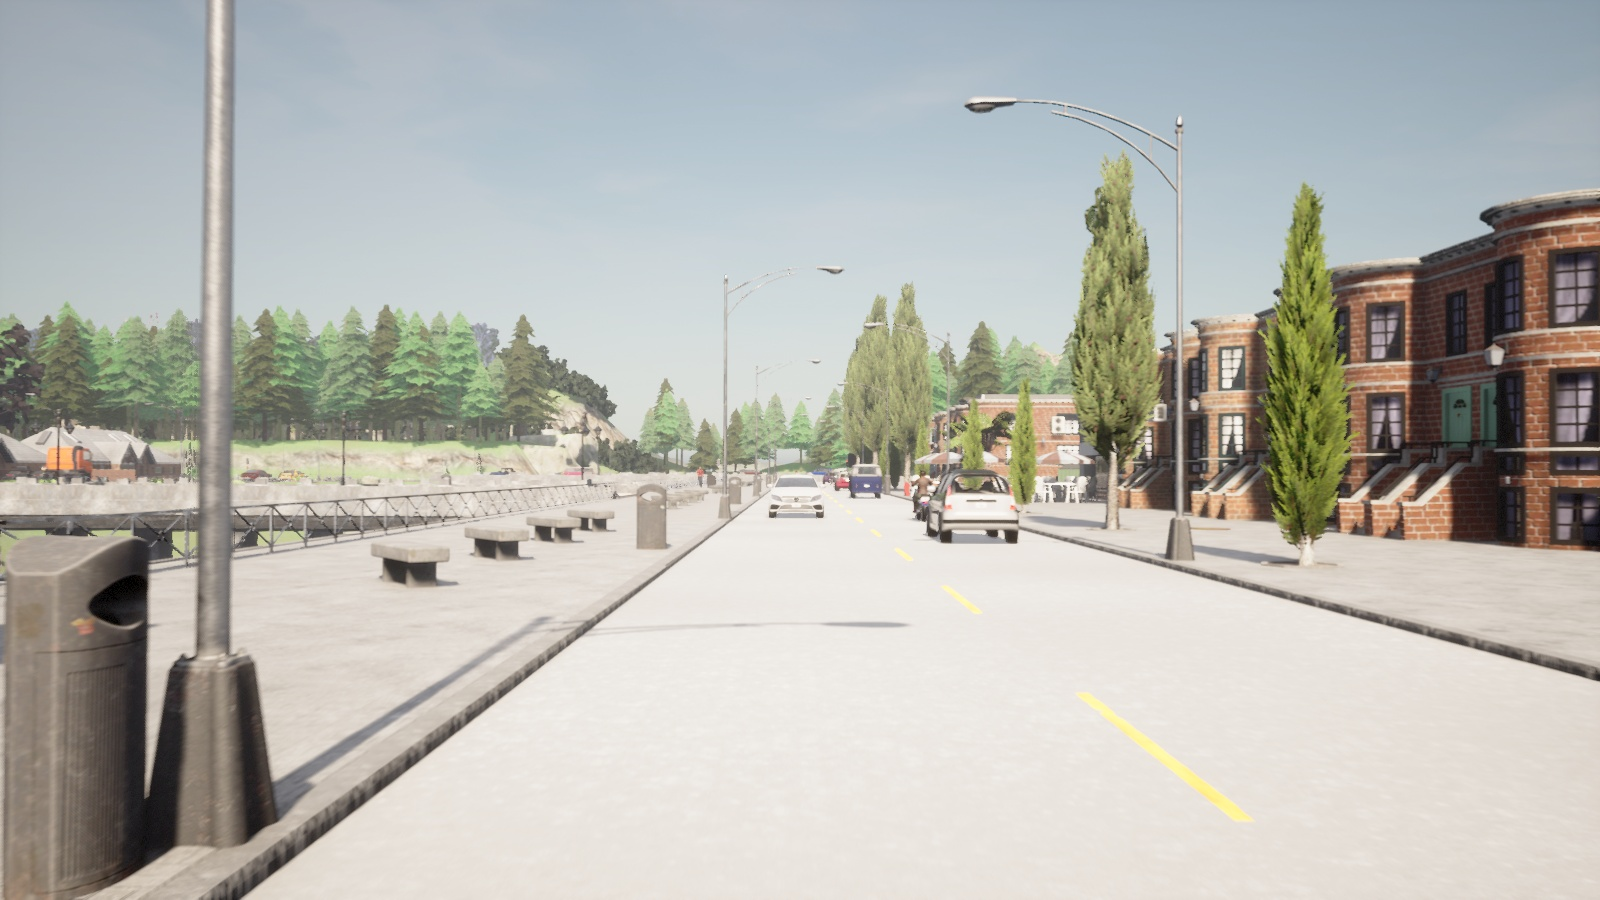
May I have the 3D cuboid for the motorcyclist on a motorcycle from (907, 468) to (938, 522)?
[{"bbox_3d":[3.895,1.421,40.111,0.766,1.649,2.350,0,-1,0],"label":"motorcyclist on a motorcycle"}]

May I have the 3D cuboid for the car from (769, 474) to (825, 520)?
[{"bbox_3d":[-0.110,1.558,42.824,1.812,1.442,4.674,0,-1,0],"label":"car"}]

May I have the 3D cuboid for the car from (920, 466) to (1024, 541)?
[{"bbox_3d":[3.923,1.186,29.204,1.851,1.617,3.988,0,-1,0],"label":"car"}]

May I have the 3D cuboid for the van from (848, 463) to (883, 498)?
[{"bbox_3d":[3.809,1.783,73.539,1.775,1.987,4.442,0,-1,0],"label":"van"}]
